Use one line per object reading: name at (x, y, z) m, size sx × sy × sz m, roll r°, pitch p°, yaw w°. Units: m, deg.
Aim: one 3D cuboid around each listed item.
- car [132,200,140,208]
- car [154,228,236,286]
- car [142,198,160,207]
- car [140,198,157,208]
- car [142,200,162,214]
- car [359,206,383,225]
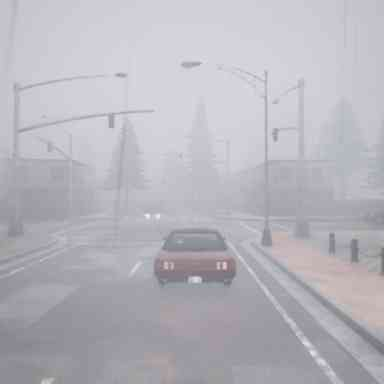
car at (-9.589, 2.111, 60.141) m, size 1.882 × 1.535 × 5.008 m, roll 0°, pitch -1°, yaw -23°
car at (0.079, 1.710, 9.724) m, size 1.895 × 1.301 × 4.718 m, roll 0°, pitch -1°, yaw 0°
car at (-8.063, 2.044, 65.408) m, size 2.097 × 1.767 × 4.553 m, roll 0°, pitch -1°, yaw -26°
car at (-6.336, 2.031, 50.406) m, size 1.837 × 1.490 × 4.892 m, roll 0°, pitch -1°, yaw -15°
car at (-4.832, 1.993, 41.657) m, size 1.994 × 1.385 × 4.181 m, roll 0°, pitch -1°, yaw -6°
car at (15.766, 1.767, 26.105) m, size 4.902 × 1.511 × 2.128 m, roll 0°, pitch -1°, yaw 2°
